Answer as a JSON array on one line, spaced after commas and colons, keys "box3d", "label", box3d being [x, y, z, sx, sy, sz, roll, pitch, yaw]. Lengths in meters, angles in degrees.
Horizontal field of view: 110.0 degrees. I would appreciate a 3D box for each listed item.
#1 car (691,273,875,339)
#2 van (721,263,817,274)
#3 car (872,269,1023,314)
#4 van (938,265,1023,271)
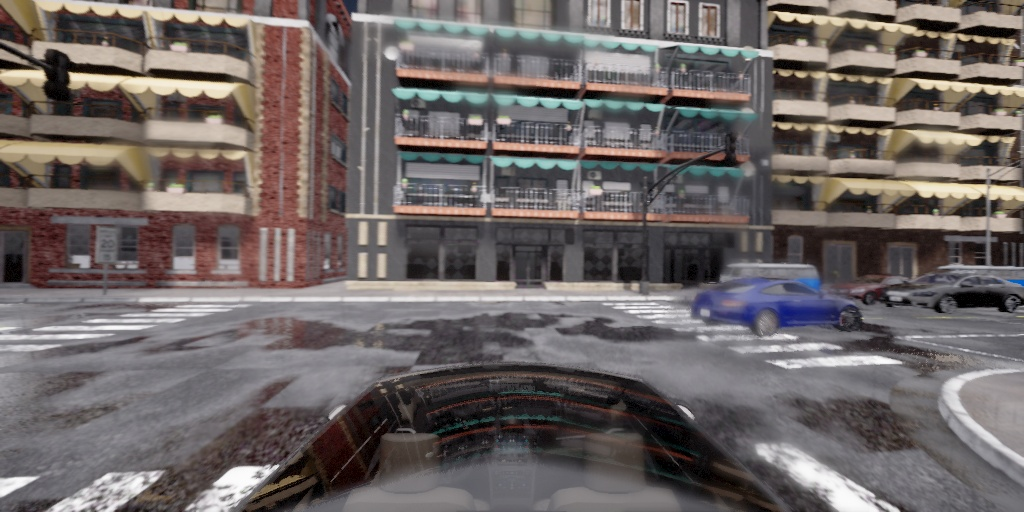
[{"box3d": [7.299, 1.332, 10.030, 4.674, 1.442, 1.812, 0, -1, -15], "label": "car"}, {"box3d": [11.384, 1.235, 16.000, 3.998, 1.789, 1.690, 0, 0, -6], "label": "van"}, {"box3d": [17.358, 1.425, 14.206, 4.902, 1.511, 2.128, 1, -1, -6], "label": "car"}, {"box3d": [22.592, 1.356, 17.275, 3.998, 1.789, 1.690, 0, 0, -6], "label": "van"}]
